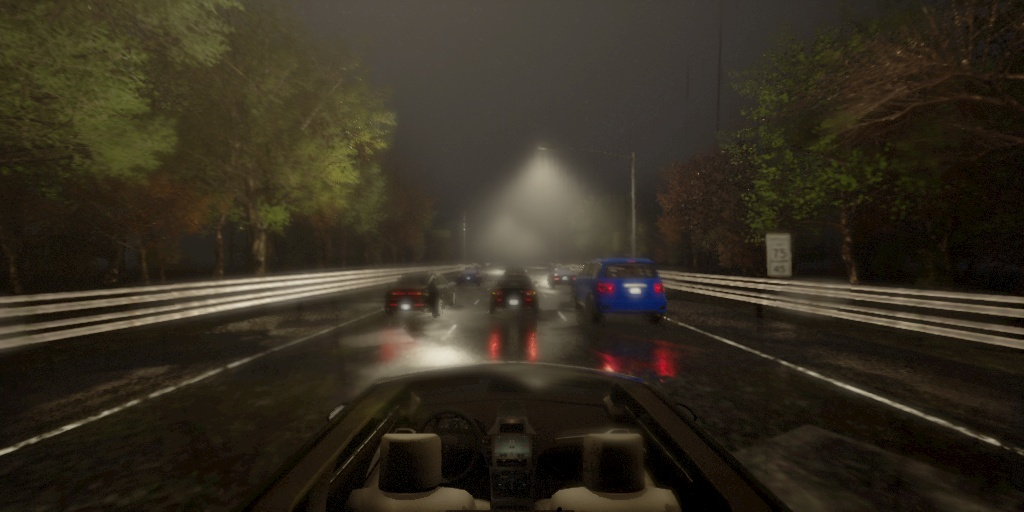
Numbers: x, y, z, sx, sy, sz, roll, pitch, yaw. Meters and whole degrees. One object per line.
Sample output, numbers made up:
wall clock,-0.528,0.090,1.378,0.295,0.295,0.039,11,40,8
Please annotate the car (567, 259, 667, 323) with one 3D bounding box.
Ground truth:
car,3.574,1.120,12.927,2.150,2.045,5.566,0,0,1

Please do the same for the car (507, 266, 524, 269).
car,0.268,1.595,30.194,1.882,1.535,5.008,0,0,1

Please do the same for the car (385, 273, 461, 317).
car,-3.407,1.416,14.048,1.837,1.490,4.892,0,0,1

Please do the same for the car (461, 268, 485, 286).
car,-3.255,1.668,29.136,1.994,1.385,4.181,0,-1,1

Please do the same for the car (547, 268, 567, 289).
car,3.691,1.622,26.748,2.033,1.411,5.357,0,-1,1

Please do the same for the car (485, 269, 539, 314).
car,0.103,1.443,14.659,1.812,1.442,4.674,0,0,1
